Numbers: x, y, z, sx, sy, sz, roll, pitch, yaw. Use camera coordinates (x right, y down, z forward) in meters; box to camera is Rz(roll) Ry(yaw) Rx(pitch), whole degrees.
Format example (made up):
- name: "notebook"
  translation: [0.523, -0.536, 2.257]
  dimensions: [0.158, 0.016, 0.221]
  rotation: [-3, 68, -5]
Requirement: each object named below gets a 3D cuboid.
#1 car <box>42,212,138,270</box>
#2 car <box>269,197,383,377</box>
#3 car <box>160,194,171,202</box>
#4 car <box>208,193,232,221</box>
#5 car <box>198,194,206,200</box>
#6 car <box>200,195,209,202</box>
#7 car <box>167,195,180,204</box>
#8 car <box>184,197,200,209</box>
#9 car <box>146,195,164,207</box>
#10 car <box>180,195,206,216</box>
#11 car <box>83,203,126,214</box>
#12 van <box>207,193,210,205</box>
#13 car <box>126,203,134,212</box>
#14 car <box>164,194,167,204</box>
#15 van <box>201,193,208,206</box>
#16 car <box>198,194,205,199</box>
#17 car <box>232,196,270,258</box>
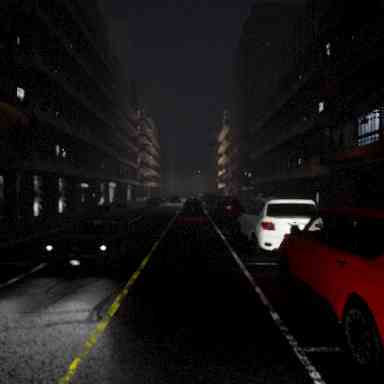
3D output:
- name: "car"
  translation: [-3.100, 1.569, 11.047]
  dimensions: [1.895, 1.301, 4.718]
  rotation: [0, 0, 0]
- name: "car"
  translation: [3.106, 1.212, 5.669]
  dimensions: [2.150, 2.045, 5.566]
  rotation: [0, 0, 0]
- name: "car"
  translation: [-5.690, 1.255, 71.953]
  dimensions: [1.967, 1.590, 4.097]
  rotation: [0, 0, 0]
- name: "car"
  translation: [2.692, 1.241, 26.497]
  dimensions: [2.192, 1.841, 5.009]
  rotation: [0, 0, 0]
- name: "car"
  translation: [2.690, 1.329, 89.004]
  dimensions: [2.008, 1.369, 4.403]
  rotation: [0, 0, 0]
- name: "car"
  translation: [2.690, 1.380, 71.956]
  dimensions: [1.947, 1.339, 4.313]
  rotation: [0, 0, 0]
- name: "car"
  translation: [-3.009, 1.349, 60.504]
  dimensions: [1.837, 1.490, 4.892]
  rotation: [0, 0, 0]
- name: "car"
  translation: [0.047, 1.428, 44.531]
  dimensions: [2.033, 1.411, 5.357]
  rotation: [0, 0, 0]
- name: "car"
  translation: [-5.690, 1.413, 49.224]
  dimensions: [1.887, 1.381, 4.507]
  rotation: [0, 0, 0]
- name: "car"
  translation: [0.079, 1.390, 31.771]
  dimensions: [1.882, 1.535, 5.008]
  rotation: [0, 0, 0]
- name: "car"
  translation: [-5.688, 1.486, 20.812]
  dimensions: [1.887, 1.381, 4.507]
  rotation: [0, 0, 0]
- name: "van"
  translation: [2.692, 1.252, 32.179]
  dimensions: [1.690, 1.788, 3.998]
  rotation: [0, 0, 0]
- name: "car"
  translation: [-5.689, 1.508, 26.495]
  dimensions: [1.802, 1.307, 4.206]
  rotation: [0, 0, 0]
- name: "car"
  translation: [-5.691, 1.392, 60.589]
  dimensions: [2.008, 1.369, 4.403]
  rotation: [0, 0, 0]
- name: "van"
  translation: [2.691, 1.210, 49.226]
  dimensions: [1.690, 1.788, 3.998]
  rotation: [0, 0, 0]
- name: "car"
  translation: [2.689, 1.317, 94.686]
  dimensions: [2.008, 1.369, 4.403]
  rotation: [0, 0, 0]
- name: "car"
  translation: [3.095, 1.185, 12.699]
  dimensions: [2.150, 2.045, 5.566]
  rotation: [0, 0, 0]
